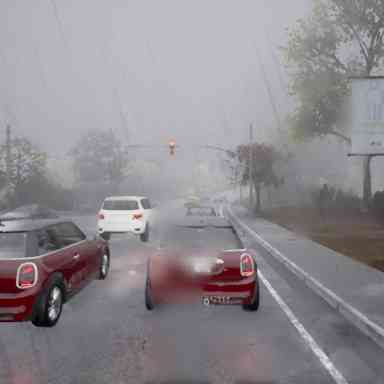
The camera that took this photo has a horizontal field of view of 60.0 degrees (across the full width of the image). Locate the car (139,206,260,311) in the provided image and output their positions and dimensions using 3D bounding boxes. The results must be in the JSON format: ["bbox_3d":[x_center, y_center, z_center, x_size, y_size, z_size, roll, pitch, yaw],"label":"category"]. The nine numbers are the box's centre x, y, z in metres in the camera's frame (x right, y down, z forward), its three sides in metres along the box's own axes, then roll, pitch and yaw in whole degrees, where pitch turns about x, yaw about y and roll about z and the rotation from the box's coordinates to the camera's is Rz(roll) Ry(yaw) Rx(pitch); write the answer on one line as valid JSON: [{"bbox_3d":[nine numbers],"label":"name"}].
[{"bbox_3d":[0.216,1.350,7.949,2.097,1.767,4.553,0,0,1],"label":"car"}]

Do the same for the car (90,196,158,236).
[{"bbox_3d":[-3.052,1.217,16.879,2.150,2.045,5.566,0,0,2],"label":"car"}]

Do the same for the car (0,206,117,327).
[{"bbox_3d":[-3.293,1.350,7.202,2.097,1.767,4.553,0,0,1],"label":"car"}]

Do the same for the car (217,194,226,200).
[{"bbox_3d":[7.662,1.371,85.628,1.812,1.442,4.674,0,0,10],"label":"car"}]

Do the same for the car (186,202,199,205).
[{"bbox_3d":[0.466,1.487,17.156,2.128,1.511,4.902,0,0,2],"label":"car"}]

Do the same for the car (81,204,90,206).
[{"bbox_3d":[-8.850,1.539,34.474,5.357,1.411,2.033,0,0,-6],"label":"car"}]

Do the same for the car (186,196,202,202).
[{"bbox_3d":[0.130,1.463,57.691,1.882,1.535,5.008,0,0,7],"label":"car"}]

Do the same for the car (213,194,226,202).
[{"bbox_3d":[5.973,1.571,75.535,1.895,1.301,4.718,0,0,9],"label":"car"}]

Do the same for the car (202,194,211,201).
[{"bbox_3d":[3.412,1.335,81.580,2.097,1.767,4.553,0,0,10],"label":"car"}]

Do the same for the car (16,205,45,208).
[{"bbox_3d":[-10.571,1.542,21.782,2.033,1.411,5.357,0,0,0],"label":"car"}]
